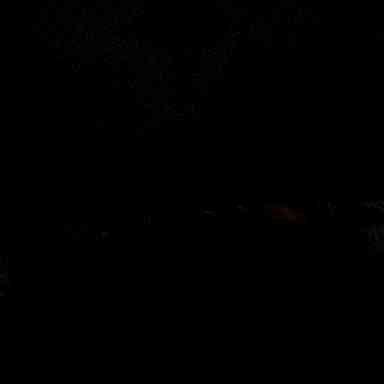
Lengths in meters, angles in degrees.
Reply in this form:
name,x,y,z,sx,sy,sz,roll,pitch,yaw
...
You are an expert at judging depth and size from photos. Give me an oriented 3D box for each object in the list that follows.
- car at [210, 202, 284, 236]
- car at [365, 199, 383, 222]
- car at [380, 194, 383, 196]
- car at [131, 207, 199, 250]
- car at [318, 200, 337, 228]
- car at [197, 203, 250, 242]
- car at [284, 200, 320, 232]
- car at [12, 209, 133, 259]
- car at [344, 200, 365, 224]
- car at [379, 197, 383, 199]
name,x,y,z,sx,sy,sz,roll,pitch,yaw
car,2.255,1.336,18.024,4.553,1.767,2.185,-1,-1,33
car,11.630,1.456,25.274,4.674,1.452,2.002,-1,0,32
car,18.552,1.256,30.858,4.553,1.767,2.185,-1,0,31
car,-2.429,1.513,14.436,4.792,1.488,2.163,-1,-1,34
car,7.000,1.312,21.594,4.553,1.767,2.185,-1,0,32
car,-0.080,1.472,16.213,5.008,1.535,2.097,-1,0,33
car,4.475,1.450,19.897,5.366,1.575,1.946,-1,0,33
car,-4.875,1.526,12.709,4.792,1.488,2.163,-1,0,34
car,9.310,1.467,23.433,4.674,1.452,2.002,-1,0,32
car,14.098,1.398,27.038,5.366,1.575,1.946,-1,-1,31
